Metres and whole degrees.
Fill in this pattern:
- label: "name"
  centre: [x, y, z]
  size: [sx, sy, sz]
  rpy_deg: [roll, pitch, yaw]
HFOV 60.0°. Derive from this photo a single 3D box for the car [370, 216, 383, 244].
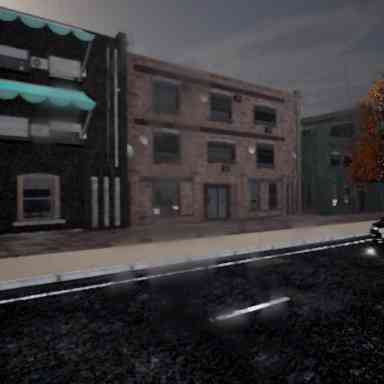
- label: "car"
  centre: [9.711, 1.478, 14.609]
  size: [4.902, 1.511, 2.128]
  rpy_deg: [0, 0, -36]
